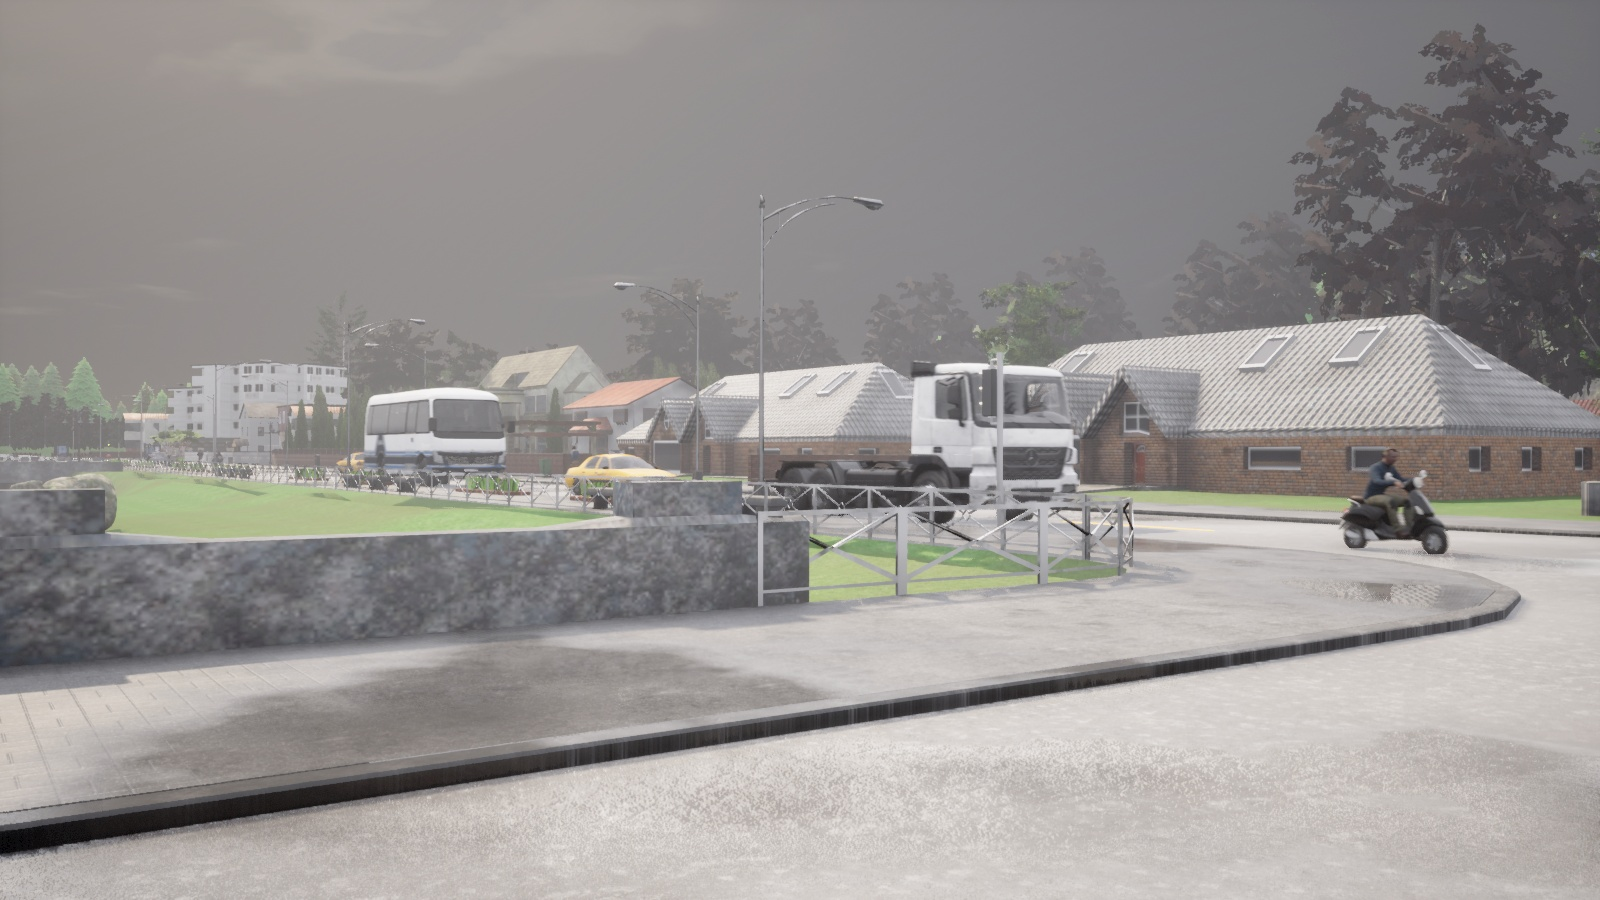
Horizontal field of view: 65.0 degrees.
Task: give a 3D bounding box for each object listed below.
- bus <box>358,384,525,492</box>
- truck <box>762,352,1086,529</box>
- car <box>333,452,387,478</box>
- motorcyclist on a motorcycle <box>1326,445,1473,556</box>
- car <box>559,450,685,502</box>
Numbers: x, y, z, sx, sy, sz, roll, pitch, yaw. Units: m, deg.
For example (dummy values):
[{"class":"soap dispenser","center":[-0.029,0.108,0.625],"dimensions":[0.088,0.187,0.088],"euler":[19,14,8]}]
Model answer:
[{"class":"bus","center":[-15.972,-0.463,55.182],"dimensions":[3.944,4.253,10.273],"euler":[0,0,-35]},{"class":"truck","center":[2.519,-0.172,28.629],"dimensions":[2.891,3.462,7.936],"euler":[0,0,-35]},{"class":"car","center":[-27.773,0.936,79.132],"dimensions":[1.801,1.575,5.366],"euler":[0,0,-35]},{"class":"motorcyclist on a motorcycle","center":[9.059,0.726,19.055],"dimensions":[0.866,1.590,1.817],"euler":[-1,0,-30]},{"class":"car","center":[-5.844,0.796,40.640],"dimensions":[1.801,1.575,5.366],"euler":[0,0,-35]}]
